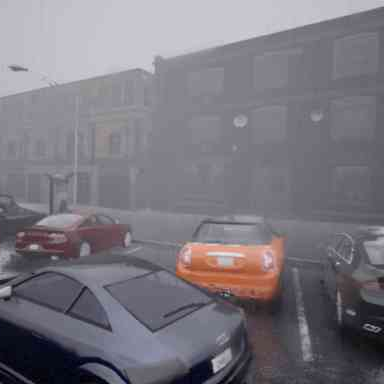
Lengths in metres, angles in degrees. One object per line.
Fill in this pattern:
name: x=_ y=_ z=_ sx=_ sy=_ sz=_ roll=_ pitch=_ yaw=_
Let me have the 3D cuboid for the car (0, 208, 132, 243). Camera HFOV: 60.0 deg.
car: x=-3.802 y=1.408 z=11.696 sx=2.097 sy=1.535 sz=5.008 roll=0 pitch=0 yaw=14

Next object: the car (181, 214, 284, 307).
car: x=1.155 y=1.327 z=8.232 sx=2.185 sy=1.767 sz=4.553 roll=0 pitch=0 yaw=15

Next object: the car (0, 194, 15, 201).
car: x=-11.315 y=1.089 z=16.730 sx=2.435 sy=2.045 sz=5.566 roll=1 pitch=0 yaw=13

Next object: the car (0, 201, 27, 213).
car: x=-8.795 y=1.363 z=15.090 sx=2.097 sy=1.535 sz=5.008 roll=1 pitch=0 yaw=13

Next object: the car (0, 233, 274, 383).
car: x=-1.349 y=1.538 z=4.295 sx=4.181 sy=1.385 sz=1.994 roll=1 pitch=0 yaw=35

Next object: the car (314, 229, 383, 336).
car: x=3.627 y=1.477 z=6.499 sx=2.231 sy=1.521 sz=4.892 roll=0 pitch=0 yaw=15
